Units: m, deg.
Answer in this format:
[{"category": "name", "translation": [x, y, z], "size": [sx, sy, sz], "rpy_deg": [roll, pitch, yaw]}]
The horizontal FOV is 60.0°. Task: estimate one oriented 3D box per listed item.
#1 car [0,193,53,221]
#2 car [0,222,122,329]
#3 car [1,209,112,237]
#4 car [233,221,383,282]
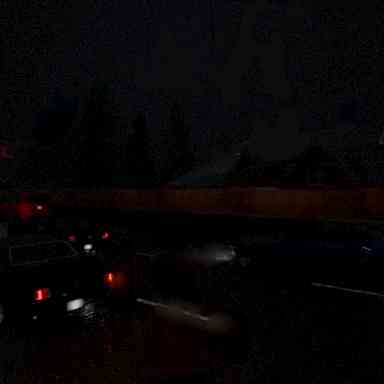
[{"category": "car", "translation": [-11.785, 1.096, 23.454], "size": [5.566, 2.045, 2.150], "rpy_deg": [1, 0, 45]}, {"category": "car", "translation": [-3.677, 1.564, 6.900], "size": [4.718, 1.301, 1.895], "rpy_deg": [1, 0, 38]}, {"category": "car", "translation": [-5.190, 1.544, 12.658], "size": [4.718, 1.301, 1.895], "rpy_deg": [1, 0, 40]}, {"category": "car", "translation": [3.943, 1.568, 9.857], "size": [5.357, 1.411, 2.033], "rpy_deg": [1, 0, 37]}]
